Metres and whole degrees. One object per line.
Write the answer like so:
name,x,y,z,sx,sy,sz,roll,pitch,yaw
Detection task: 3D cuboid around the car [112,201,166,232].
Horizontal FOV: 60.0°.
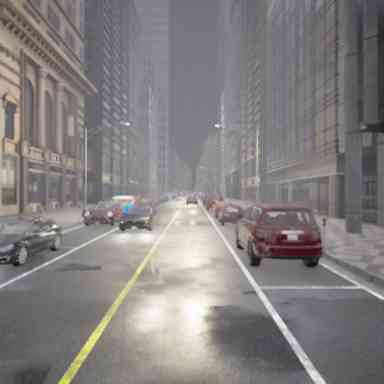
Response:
car,-3.021,1.490,20.107,2.033,1.411,5.357,0,0,1

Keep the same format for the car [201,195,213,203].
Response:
car,2.693,1.342,61.866,2.008,1.369,4.403,1,0,0

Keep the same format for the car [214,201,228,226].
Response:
car,2.682,1.516,22.495,1.802,1.307,4.206,1,0,0

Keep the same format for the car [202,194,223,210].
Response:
car,2.690,1.191,39.368,2.192,1.841,5.009,1,0,0

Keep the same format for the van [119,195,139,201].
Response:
van,-5.839,1.256,28.125,1.690,1.788,3.998,1,0,0

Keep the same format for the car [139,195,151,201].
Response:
car,-5.838,1.210,33.750,2.192,1.841,5.009,1,0,0

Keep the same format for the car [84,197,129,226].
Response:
car,-5.842,1.374,22.501,1.967,1.590,4.097,1,0,0

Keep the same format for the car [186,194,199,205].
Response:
car,0.017,1.384,54.374,1.994,1.385,4.181,0,0,0

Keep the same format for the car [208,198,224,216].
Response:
car,2.684,1.460,28.120,1.887,1.381,4.507,1,0,0

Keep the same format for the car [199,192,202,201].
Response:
car,2.693,1.149,50.617,2.192,1.841,5.009,1,0,0

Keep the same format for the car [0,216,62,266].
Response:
car,-5.847,1.520,11.251,2.008,1.369,4.403,1,0,0

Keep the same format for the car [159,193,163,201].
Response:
car,-5.835,1.360,50.454,1.752,1.417,4.829,1,0,0

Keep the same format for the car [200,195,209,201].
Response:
car,2.696,1.329,73.116,1.802,1.307,4.206,1,0,0

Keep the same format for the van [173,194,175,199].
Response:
van,-5.824,1.045,84.371,1.690,1.788,3.998,1,0,0

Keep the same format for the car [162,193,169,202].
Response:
car,-5.832,1.335,61.873,1.887,1.381,4.507,1,0,0

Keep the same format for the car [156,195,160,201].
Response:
car,-5.837,1.400,44.999,1.887,1.381,4.507,1,0,0

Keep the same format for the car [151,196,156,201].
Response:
car,-5.839,1.426,39.375,2.008,1.369,4.403,1,0,0

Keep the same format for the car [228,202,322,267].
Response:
car,2.682,1.285,11.245,2.192,1.841,5.009,1,0,0

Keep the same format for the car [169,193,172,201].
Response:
car,-5.828,1.084,67.497,2.192,1.841,5.009,1,0,0
